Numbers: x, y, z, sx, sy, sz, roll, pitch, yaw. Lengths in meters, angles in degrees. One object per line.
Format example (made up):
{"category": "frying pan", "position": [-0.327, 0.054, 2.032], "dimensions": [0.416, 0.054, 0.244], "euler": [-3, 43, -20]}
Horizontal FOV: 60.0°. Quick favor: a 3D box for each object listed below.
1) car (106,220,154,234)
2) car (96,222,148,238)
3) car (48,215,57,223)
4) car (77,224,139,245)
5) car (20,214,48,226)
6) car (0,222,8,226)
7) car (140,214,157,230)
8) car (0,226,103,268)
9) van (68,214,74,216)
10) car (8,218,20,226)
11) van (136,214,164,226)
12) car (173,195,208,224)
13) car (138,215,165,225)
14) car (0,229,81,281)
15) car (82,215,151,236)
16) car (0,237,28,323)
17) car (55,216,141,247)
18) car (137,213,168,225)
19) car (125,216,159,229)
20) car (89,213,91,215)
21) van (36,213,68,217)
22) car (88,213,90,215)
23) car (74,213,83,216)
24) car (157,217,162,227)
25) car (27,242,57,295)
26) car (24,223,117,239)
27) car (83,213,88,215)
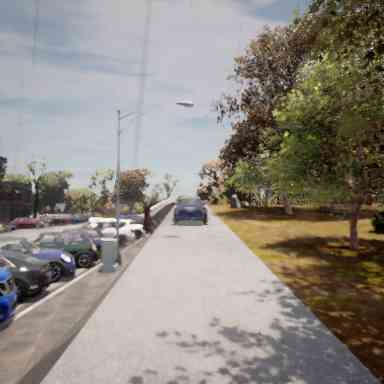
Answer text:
{"category": "car", "position": [-7.434, 4.147, 40.077], "dimensions": [5.366, 1.575, 1.946], "euler": [2, -3, -21]}
{"category": "car", "position": [-7.192, 3.827, 34.119], "dimensions": [4.892, 1.521, 2.231], "euler": [2, -4, -21]}
{"category": "car", "position": [-24.377, 4.871, 52.477], "dimensions": [4.892, 1.521, 2.231], "euler": [0, -3, -21]}
{"category": "car", "position": [-7.123, 3.524, 28.062], "dimensions": [4.792, 1.488, 2.163], "euler": [2, -3, -21]}
{"category": "car", "position": [-24.368, 4.583, 49.513], "dimensions": [4.553, 1.767, 2.185], "euler": [0, -4, -21]}
{"category": "car", "position": [-24.343, 4.059, 37.626], "dimensions": [5.366, 1.575, 1.946], "euler": [0, -3, -21]}
{"category": "car", "position": [-7.249, 3.739, 37.135], "dimensions": [5.566, 2.045, 2.435], "euler": [2, -3, -21]}
{"category": "car", "position": [-6.896, 2.711, 16.021], "dimensions": [4.553, 1.767, 2.185], "euler": [2, -3, -21]}
{"category": "van", "position": [-24.611, 5.126, 61.301], "dimensions": [4.442, 1.987, 1.878], "euler": [0, -3, -21]}
{"category": "car", "position": [-24.191, 4.254, 40.669], "dimensions": [4.792, 1.488, 2.163], "euler": [0, -4, -21]}
{"category": "van", "position": [-7.400, 4.922, 58.307], "dimensions": [4.442, 1.987, 1.878], "euler": [2, -4, -21]}
{"category": "car", "position": [-0.110, 1.076, 22.168], "dimensions": [2.097, 1.767, 4.553], "euler": [0, 1, -1]}
{"category": "car", "position": [-7.517, 5.183, 61.279], "dimensions": [4.553, 1.767, 2.185], "euler": [2, -3, -21]}
{"category": "car", "position": [-6.915, 2.545, 12.987], "dimensions": [4.553, 1.767, 2.185], "euler": [2, -4, -21]}
{"category": "car", "position": [-7.104, 3.410, 31.117], "dimensions": [5.566, 2.045, 2.435], "euler": [2, -4, -21]}
{"category": "car", "position": [-6.779, 2.091, 6.986], "dimensions": [5.566, 2.045, 2.435], "euler": [2, -4, -21]}
{"category": "car", "position": [-7.076, 3.079, 25.059], "dimensions": [5.566, 2.045, 2.435], "euler": [2, -3, -21]}
{"category": "car", "position": [-7.610, 5.219, 64.279], "dimensions": [5.566, 2.045, 2.435], "euler": [2, -3, -21]}
{"category": "car", "position": [-7.413, 4.524, 49.197], "dimensions": [4.553, 1.767, 2.185], "euler": [2, -4, -21]}
{"category": "car", "position": [-24.687, 5.743, 73.146], "dimensions": [5.566, 2.045, 2.435], "euler": [0, -3, -21]}
{"category": "van", "position": [-24.571, 4.965, 58.346], "dimensions": [4.442, 1.987, 1.878], "euler": [0, -3, -21]}
{"category": "car", "position": [-24.605, 5.864, 70.218], "dimensions": [4.792, 1.488, 2.163], "euler": [0, -4, -21]}
{"category": "car", "position": [-24.521, 5.262, 64.317], "dimensions": [5.566, 2.045, 2.435], "euler": [0, -4, -21]}
{"category": "car", "position": [-7.273, 4.070, 43.189], "dimensions": [5.566, 2.045, 2.435], "euler": [2, -4, -21]}
{"category": "car", "position": [-6.838, 2.507, 9.971], "dimensions": [4.892, 1.521, 2.231], "euler": [2, -3, -21]}
{"category": "car", "position": [-6.944, 2.876, 19.043], "dimensions": [4.553, 1.767, 2.185], "euler": [2, -3, -21]}
{"category": "car", "position": [-24.561, 5.423, 67.271], "dimensions": [5.566, 2.045, 2.435], "euler": [0, -4, -21]}
